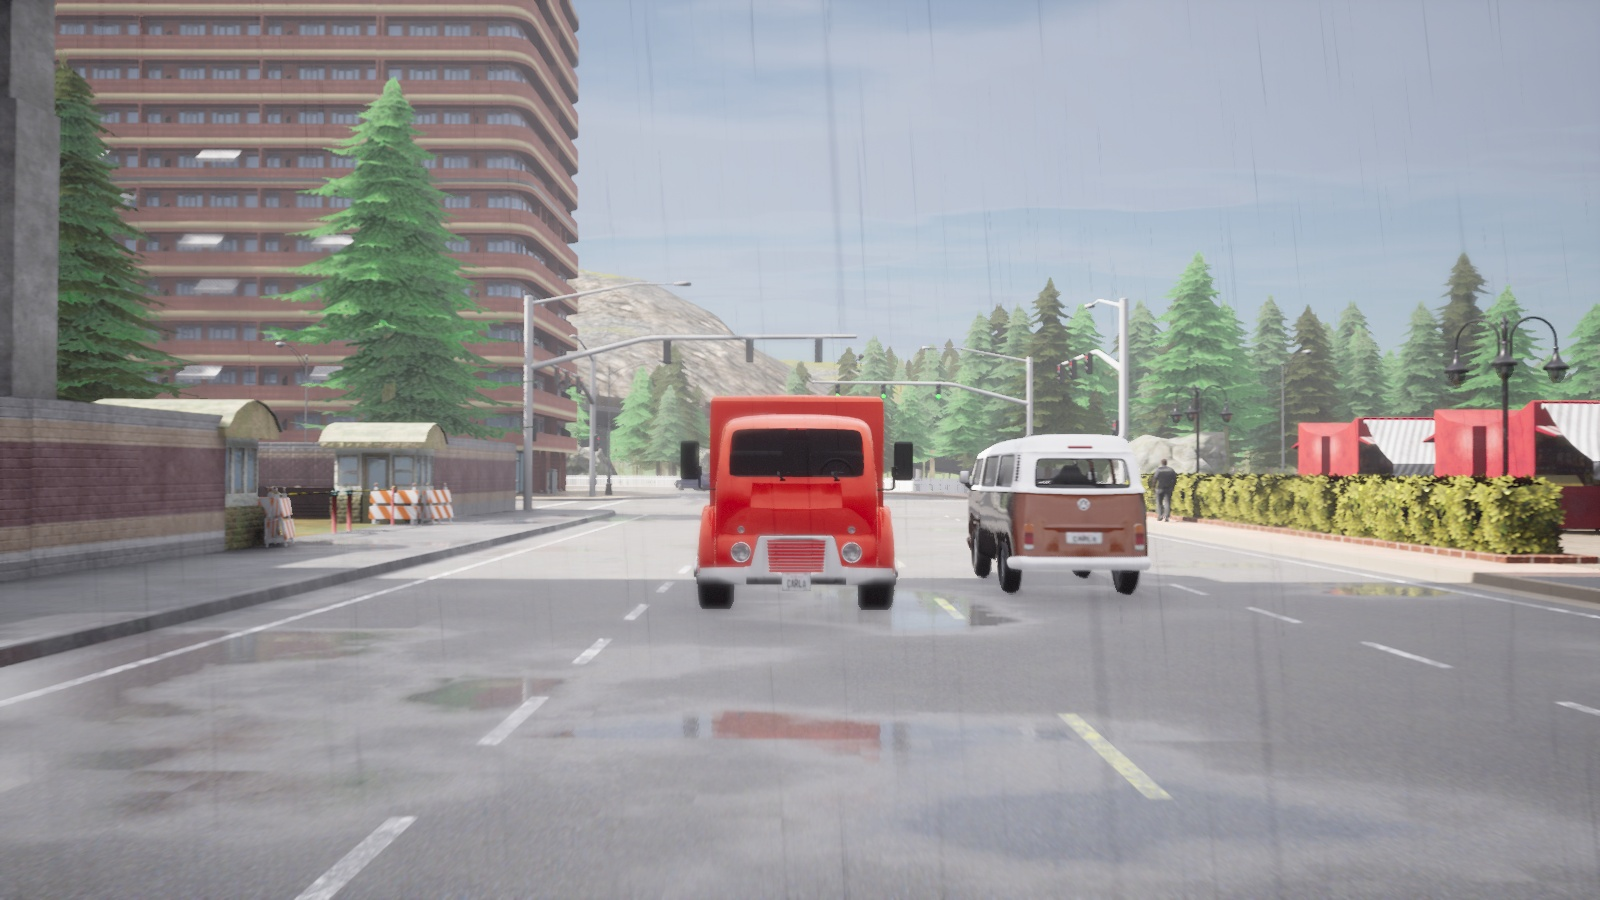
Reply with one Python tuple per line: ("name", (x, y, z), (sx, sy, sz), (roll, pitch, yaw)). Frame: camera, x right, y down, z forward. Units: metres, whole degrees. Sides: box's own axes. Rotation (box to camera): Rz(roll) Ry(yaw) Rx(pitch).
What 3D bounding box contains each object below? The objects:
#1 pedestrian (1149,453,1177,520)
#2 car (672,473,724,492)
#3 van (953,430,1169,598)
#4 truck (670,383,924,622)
("pedestrian", (10.269, 1.023, 35.558), (0.563, 1.883, 0.849), (0, -1, 2))
("car", (-7.766, 2.462, 95.716), (1.816, 1.474, 4.193), (1, -1, -41))
("van", (3.456, 0.818, 17.575), (2.069, 2.038, 4.480), (0, -1, 0))
("truck", (-0.040, 0.590, 15.625), (2.627, 2.467, 5.204), (0, -1, 0))
